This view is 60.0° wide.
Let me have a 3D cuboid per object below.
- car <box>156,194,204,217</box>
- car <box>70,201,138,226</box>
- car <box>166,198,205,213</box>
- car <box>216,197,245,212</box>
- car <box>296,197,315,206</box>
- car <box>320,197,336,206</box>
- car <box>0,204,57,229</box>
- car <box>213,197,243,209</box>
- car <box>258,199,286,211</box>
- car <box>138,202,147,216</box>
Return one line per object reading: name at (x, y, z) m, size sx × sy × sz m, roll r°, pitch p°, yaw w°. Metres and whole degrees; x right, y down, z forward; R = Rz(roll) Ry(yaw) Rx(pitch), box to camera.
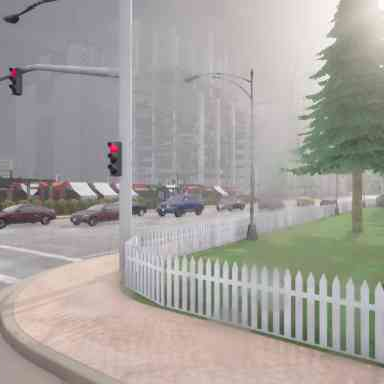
car at (-0.990, 1.221, 31.378) m, size 2.150 × 2.045 × 5.566 m, roll 0°, pitch 0°, yaw 34°
car at (-6.300, 1.526, 23.458) m, size 1.812 × 1.442 × 4.674 m, roll 0°, pitch 0°, yaw 34°
car at (-0.654, 1.491, 38.128) m, size 2.128 × 1.511 × 4.902 m, roll 0°, pitch 0°, yaw 34°
car at (4.645, 1.491, 39.718) m, size 2.128 × 1.511 × 4.902 m, roll 0°, pitch 0°, yaw 34°
car at (18.250, 1.478, 53.326) m, size 1.882 × 1.535 × 5.008 m, roll 0°, pitch 0°, yaw 34°
car at (21.080, 1.526, 51.264) m, size 1.812 × 1.442 × 4.674 m, roll 0°, pitch 0°, yaw 34°
car at (-11.415, 1.526, 22.169) m, size 1.812 × 1.442 × 4.674 m, roll 0°, pitch 0°, yaw 36°
car at (5.160, 1.491, 46.696) m, size 2.128 × 1.511 × 4.902 m, roll 0°, pitch 0°, yaw 34°
car at (9.846, 1.547, 40.832) m, size 2.033 × 1.411 × 5.357 m, roll 0°, pitch 0°, yaw 34°
car at (-6.196, 1.478, 29.914) m, size 1.882 × 1.535 × 5.008 m, roll 0°, pitch 0°, yaw 34°
